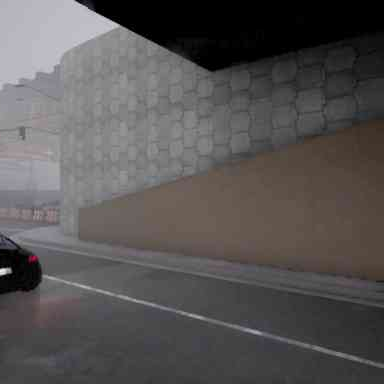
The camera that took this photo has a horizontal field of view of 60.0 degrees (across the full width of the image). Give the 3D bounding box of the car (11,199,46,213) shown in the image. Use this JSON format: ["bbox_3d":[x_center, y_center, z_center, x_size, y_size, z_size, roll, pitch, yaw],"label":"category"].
[{"bbox_3d":[-15.808,1.291,32.451,1.853,1.218,4.536,0,0,-9],"label":"car"}]

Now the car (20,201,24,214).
[{"bbox_3d":[-12.110,1.449,29.638,4.974,1.542,2.038,0,0,1],"label":"car"}]

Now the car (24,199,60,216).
[{"bbox_3d":[-12.058,1.292,29.638,4.536,1.218,1.853,0,0,1],"label":"car"}]

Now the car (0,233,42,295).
[{"bbox_3d":[-5.394,1.563,7.809,4.181,1.385,1.994,0,0,36],"label":"car"}]

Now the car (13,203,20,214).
[{"bbox_3d":[-15.799,1.449,32.400,2.038,1.542,4.974,0,0,-9],"label":"car"}]
